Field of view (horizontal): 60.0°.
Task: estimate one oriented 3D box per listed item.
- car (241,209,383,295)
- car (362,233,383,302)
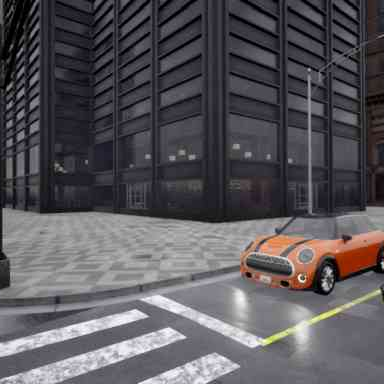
[{"bbox_3d":[3.399,1.379,8.922,4.553,1.767,2.097,0,0,-39],"label":"car"},{"bbox_3d":[5.867,1.546,6.926,5.357,1.411,2.033,0,0,-39],"label":"car"}]
